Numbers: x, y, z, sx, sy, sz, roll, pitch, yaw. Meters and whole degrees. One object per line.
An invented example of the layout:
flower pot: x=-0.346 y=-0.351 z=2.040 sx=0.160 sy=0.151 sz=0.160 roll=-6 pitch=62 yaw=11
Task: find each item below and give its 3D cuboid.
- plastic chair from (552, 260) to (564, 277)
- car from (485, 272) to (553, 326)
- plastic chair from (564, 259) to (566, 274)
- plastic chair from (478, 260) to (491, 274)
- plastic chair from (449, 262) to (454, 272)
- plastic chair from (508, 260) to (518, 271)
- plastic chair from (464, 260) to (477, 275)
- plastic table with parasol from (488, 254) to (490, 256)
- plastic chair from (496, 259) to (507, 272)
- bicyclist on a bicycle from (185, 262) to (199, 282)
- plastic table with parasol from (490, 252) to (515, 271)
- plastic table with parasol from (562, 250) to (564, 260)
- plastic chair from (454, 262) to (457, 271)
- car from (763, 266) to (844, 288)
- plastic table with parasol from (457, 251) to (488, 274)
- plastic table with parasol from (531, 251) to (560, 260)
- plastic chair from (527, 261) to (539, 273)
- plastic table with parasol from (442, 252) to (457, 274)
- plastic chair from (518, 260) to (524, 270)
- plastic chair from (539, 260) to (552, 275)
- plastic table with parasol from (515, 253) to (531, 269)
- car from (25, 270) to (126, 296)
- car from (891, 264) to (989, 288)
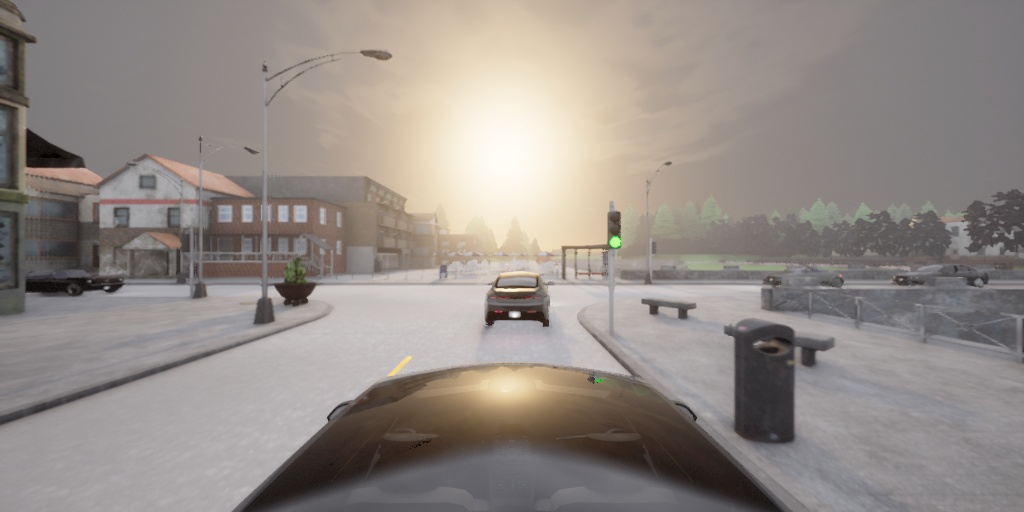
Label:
plastic chair: x=4.832 y=1.313 z=37.937 sx=0.730 sy=1.272 sz=0.750 roll=0 pitch=0 yaw=0
car: x=0.320 y=1.265 z=11.744 sx=1.837 sy=1.490 sz=4.892 roll=0 pitch=0 yaw=6
plastic chair: x=6.330 y=1.321 z=46.638 sx=0.730 sy=1.272 sz=0.750 roll=0 pitch=0 yaw=0
plastic chair: x=-2.968 y=1.313 z=38.736 sx=0.730 sy=1.272 sz=0.750 roll=0 pitch=0 yaw=0
plastic chair: x=-7.065 y=1.318 z=44.266 sx=0.750 sy=1.272 sz=0.730 roll=0 pitch=0 yaw=-1
plastic chair: x=0.131 y=1.320 z=45.736 sx=0.730 sy=1.272 sz=0.750 roll=0 pitch=0 yaw=0
plastic chair: x=-4.367 y=1.312 z=37.635 sx=0.750 sy=1.272 sz=0.730 roll=0 pitch=0 yaw=0
plastic table with parasol: x=-4.633 y=0.729 z=60.365 sx=2.482 sy=2.480 sz=2.482 roll=0 pitch=0 yaw=0
plastic chair: x=-1.269 y=1.319 z=44.636 sx=0.750 sy=1.272 sz=0.730 roll=0 pitch=0 yaw=0
bicyclist on a bicycle: x=-24.196 y=1.122 z=27.225 sx=0.582 sy=1.620 sz=1.656 roll=0 pitch=0 yaw=0
plastic table with parasol: x=-1.219 y=0.716 z=45.836 sx=2.482 sy=2.480 sz=2.482 roll=0 pitch=0 yaw=0
plastic table with parasol: x=4.980 y=0.717 z=46.737 sx=2.482 sy=2.480 sz=2.482 roll=0 pitch=0 yaw=0
plastic chair: x=-5.568 y=1.314 z=38.935 sx=0.730 sy=1.272 sz=0.750 roll=0 pitch=0 yaw=0
car: x=18.640 y=1.334 z=23.045 sx=4.181 sy=1.385 sz=1.994 roll=0 pitch=0 yaw=0
plastic table with parasol: x=-4.248 y=0.709 z=38.855 sx=2.482 sy=2.480 sz=2.482 roll=0 pitch=0 yaw=0
plastic table with parasol: x=3.572 y=0.709 z=38.107 sx=2.482 sy=2.480 sz=2.482 roll=0 pitch=0 yaw=0
plastic chair: x=2.232 y=1.313 z=38.137 sx=0.730 sy=1.272 sz=0.750 roll=0 pitch=0 yaw=0
plastic table with parasol: x=-7.139 y=0.716 z=45.445 sx=2.482 sy=2.480 sz=2.482 roll=0 pitch=0 yaw=0
plastic chair: x=1.033 y=1.326 z=52.268 sx=0.750 sy=1.272 sz=0.730 roll=0 pitch=0 yaw=-1
plastic chair: x=3.433 y=1.312 z=36.837 sx=0.750 sy=1.272 sz=0.730 roll=0 pitch=0 yaw=0
plastic table with parasol: x=1.149 y=0.723 z=53.447 sx=2.482 sy=2.480 sz=2.482 roll=0 pitch=0 yaw=0
car: x=-23.469 y=1.366 z=18.828 sx=4.718 sy=1.301 sz=1.895 roll=0 pitch=0 yaw=0
car: x=27.426 y=1.275 z=23.046 sx=4.892 sy=1.490 sz=1.837 roll=0 pitch=0 yaw=0
